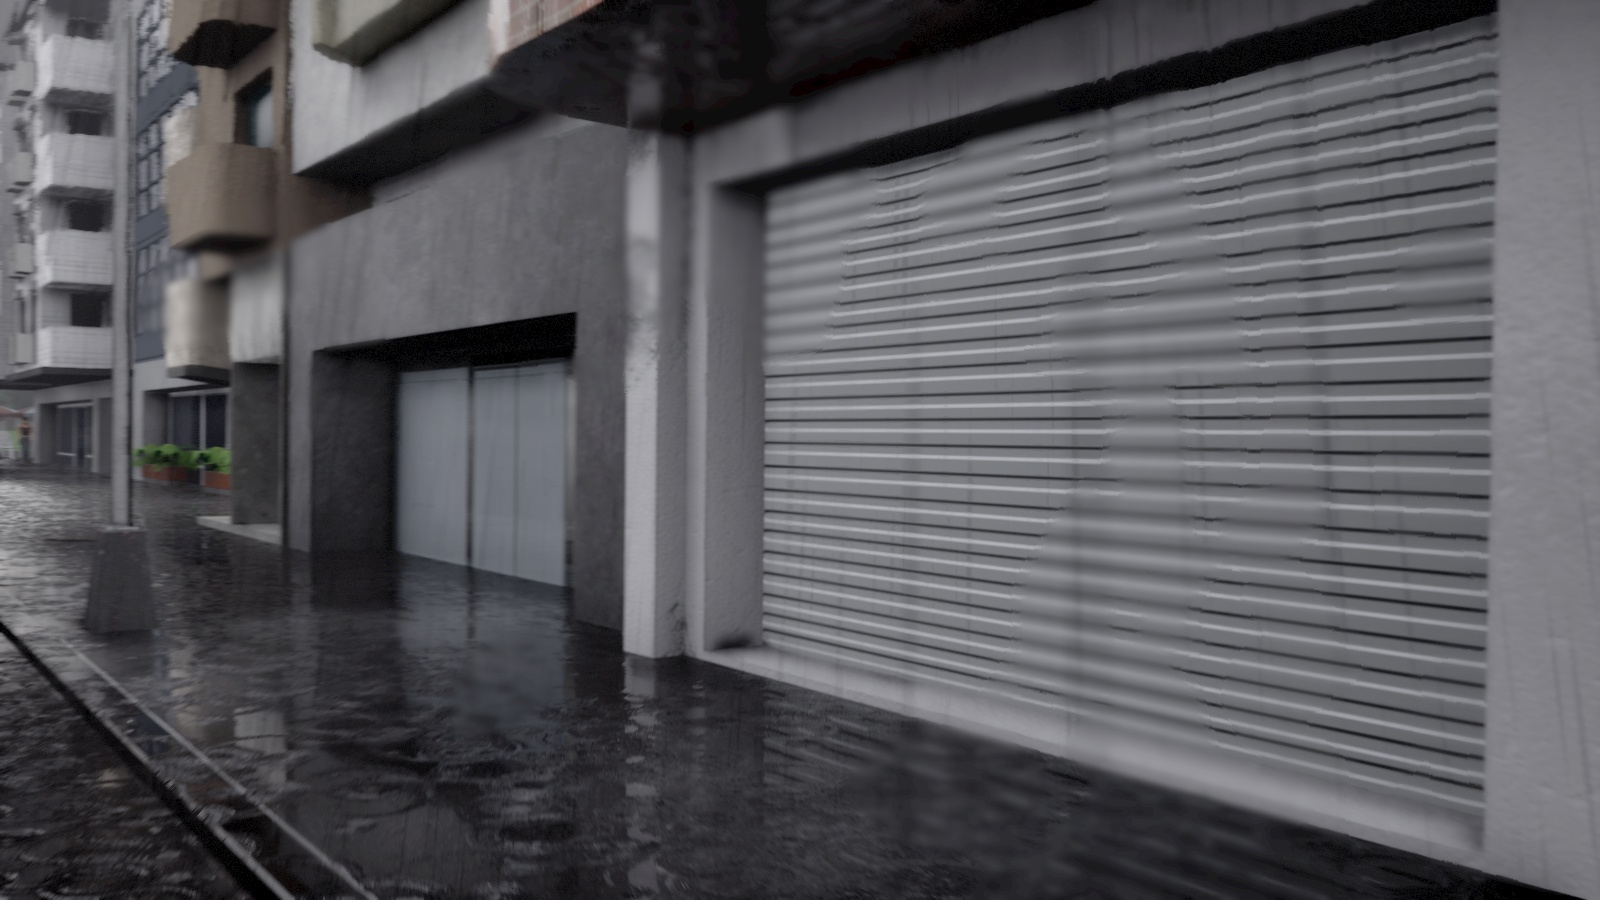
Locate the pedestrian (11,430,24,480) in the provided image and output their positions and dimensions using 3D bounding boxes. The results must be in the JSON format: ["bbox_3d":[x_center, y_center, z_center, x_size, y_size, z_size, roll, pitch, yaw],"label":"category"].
[{"bbox_3d":[-28.920,0.169,46.411,0.345,1.836,0.594,-1,1,-39],"label":"pedestrian"}]
